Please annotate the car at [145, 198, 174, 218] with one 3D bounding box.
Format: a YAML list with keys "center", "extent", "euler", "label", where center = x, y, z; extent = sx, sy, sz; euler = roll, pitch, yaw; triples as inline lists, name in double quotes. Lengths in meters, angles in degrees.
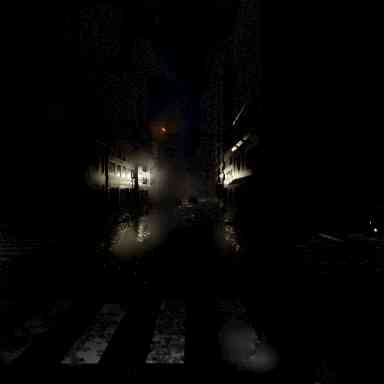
- center: [-3.034, 1.570, 30.424]
  extent: [1.994, 1.385, 4.181]
  euler: [0, 0, 0]
  label: "car"

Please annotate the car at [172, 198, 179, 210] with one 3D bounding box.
- center: [-3.010, 1.562, 39.751]
  extent: [2.033, 1.411, 5.357]
  euler: [0, 0, 1]
  label: "car"

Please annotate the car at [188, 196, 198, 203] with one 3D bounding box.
- center: [0.215, 1.546, 71.124]
  extent: [1.882, 1.535, 5.008]
  euler: [0, 0, 0]
  label: "car"

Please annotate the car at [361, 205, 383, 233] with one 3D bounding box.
- center: [11.351, 1.383, 15.760]
  extent: [5.357, 1.411, 2.033]
  euler: [-1, 0, 0]
  label: "car"

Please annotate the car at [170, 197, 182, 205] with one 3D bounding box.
- center: [-2.883, 1.646, 59.667]
  extent: [1.895, 1.301, 4.718]
  euler: [0, 0, 0]
  label: "car"

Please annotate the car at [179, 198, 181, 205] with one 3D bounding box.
- center: [-2.956, 1.592, 49.705]
  extent: [1.994, 1.385, 4.181]
  euler: [0, 0, 0]
  label: "car"
